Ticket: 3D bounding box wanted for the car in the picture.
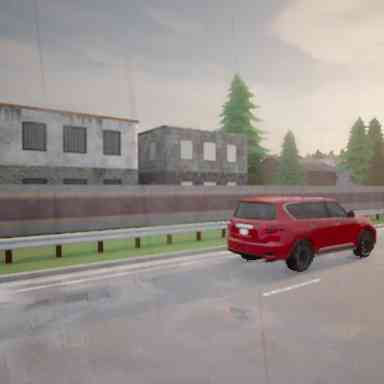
[{"bbox_3d":[3.629,1.146,10.681,5.566,2.045,2.150,-1,1,-35],"label":"car"}]
